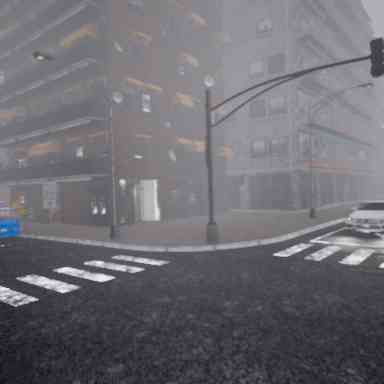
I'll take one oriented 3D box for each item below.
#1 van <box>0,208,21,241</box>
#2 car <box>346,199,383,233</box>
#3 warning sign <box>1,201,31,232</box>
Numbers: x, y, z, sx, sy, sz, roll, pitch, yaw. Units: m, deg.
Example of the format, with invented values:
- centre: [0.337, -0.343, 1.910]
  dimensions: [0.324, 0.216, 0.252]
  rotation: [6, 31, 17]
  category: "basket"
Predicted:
- centre: [-10.661, 1.712, 17.527]
  dimensions: [3.998, 1.788, 1.690]
  rotation: [-2, 1, 39]
  category: "van"
- centre: [8.815, 1.096, 15.816]
  dimensions: [1.812, 1.442, 4.674]
  rotation: [-1, 1, 40]
  category: "car"
- centre: [-11.072, 1.492, 20.926]
  dimensions: [1.060, 1.860, 1.300]
  rotation: [-1, 0, 39]
  category: "warning sign"
